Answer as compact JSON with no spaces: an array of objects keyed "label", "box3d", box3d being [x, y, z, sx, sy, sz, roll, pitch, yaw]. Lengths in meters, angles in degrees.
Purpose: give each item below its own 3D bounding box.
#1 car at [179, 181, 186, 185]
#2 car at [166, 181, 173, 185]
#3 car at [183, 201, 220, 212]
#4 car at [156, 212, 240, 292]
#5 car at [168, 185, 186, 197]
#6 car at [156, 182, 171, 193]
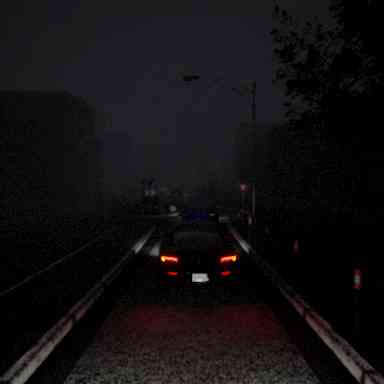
[{"label":"car","box3d":[-2.432,-1.973,85.949,1.882,1.535,5.008,0,3,0]},{"label":"car","box3d":[-5.401,-1.657,76.334,2.097,1.767,4.553,0,3,0]},{"label":"car","box3d":[0.545,1.221,18.888,1.882,1.535,5.008,0,2,5]},{"label":"car","box3d":[0.098,1.470,8.713,1.812,1.442,4.674,0,0,-1]},{"label":"car","box3d":[-2.224,0.005,50.494,1.895,1.301,4.718,0,2,-1]},{"label":"car","box3d":[-5.400,-0.611,60.506,1.812,1.442,4.674,0,3,0]}]
